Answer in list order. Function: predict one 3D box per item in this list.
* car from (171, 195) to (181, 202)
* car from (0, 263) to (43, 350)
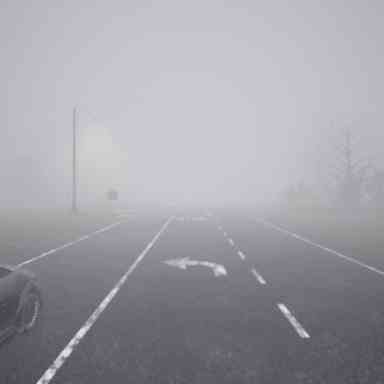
[{"bbox_3d":[-3.402,1.402,69.536,2.128,1.511,4.902,0,0,0],"label":"car"},{"bbox_3d":[-3.502,1.560,3.916,1.994,1.385,4.181,0,0,0],"label":"car"}]
